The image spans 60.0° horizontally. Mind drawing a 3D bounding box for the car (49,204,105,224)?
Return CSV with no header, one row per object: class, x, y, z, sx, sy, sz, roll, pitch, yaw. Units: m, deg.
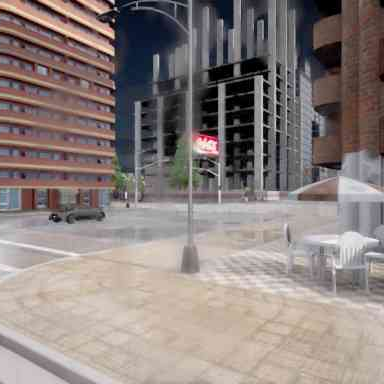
car,-8.765,1.619,25.631,1.994,1.385,4.181,0,0,36
